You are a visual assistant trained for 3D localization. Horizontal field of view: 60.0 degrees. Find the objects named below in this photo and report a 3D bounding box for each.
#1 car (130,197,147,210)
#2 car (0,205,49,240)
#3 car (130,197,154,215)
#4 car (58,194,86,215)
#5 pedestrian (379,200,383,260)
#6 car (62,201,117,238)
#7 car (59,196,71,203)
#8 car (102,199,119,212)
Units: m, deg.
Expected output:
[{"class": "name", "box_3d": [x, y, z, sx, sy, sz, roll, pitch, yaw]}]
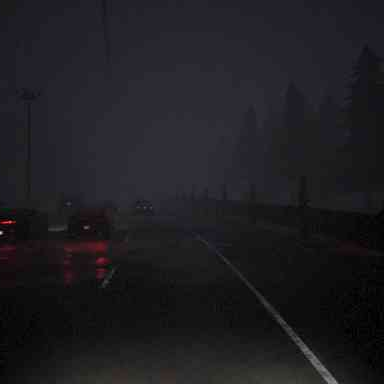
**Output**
[{"class": "car", "box_3d": [-7.173, 1.478, 44.281, 1.882, 1.535, 5.008, 0, 0, -12]}, {"class": "car", "box_3d": [-8.625, 1.505, 16.731, 1.837, 1.490, 4.892, 0, 0, -9]}, {"class": "car", "box_3d": [-5.008, 1.547, 34.211, 2.033, 1.411, 5.357, 0, 0, -12]}, {"class": "car", "box_3d": [-12.082, 1.220, 33.792, 2.150, 2.045, 5.566, 0, 0, -11]}, {"class": "pedestrian", "box_3d": [5.901, 1.141, 10.109, 0.375, 1.860, 0.375, 0, 0, -6]}, {"class": "car", "box_3d": [-5.241, 1.477, 17.650, 1.882, 1.535, 5.008, 0, 0, -9]}, {"class": "car", "box_3d": [-27.752, 1.524, 72.822, 1.812, 1.442, 4.674, 0, 0, -12]}, {"class": "car", "box_3d": [-8.715, 1.490, 34.785, 2.128, 1.511, 4.902, 0, 0, -12]}]
